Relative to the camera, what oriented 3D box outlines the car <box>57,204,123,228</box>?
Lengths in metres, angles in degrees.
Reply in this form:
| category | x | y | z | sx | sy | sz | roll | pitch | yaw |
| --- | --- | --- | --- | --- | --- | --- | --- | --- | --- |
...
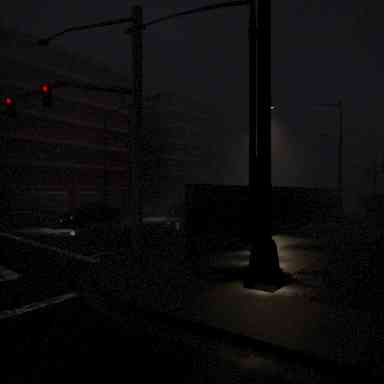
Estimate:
| category | x | y | z | sx | sy | sz | roll | pitch | yaw |
| --- | --- | --- | --- | --- | --- | --- | --- | --- | --- |
| car | -6.708 | 1.525 | 22.343 | 1.812 | 1.442 | 4.674 | 0 | 0 | 35 |

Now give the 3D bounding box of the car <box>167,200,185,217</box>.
| category | x | y | z | sx | sy | sz | roll | pitch | yaw |
| --- | --- | --- | --- | --- | --- | --- | --- | --- | --- |
| car | -0.321 | 1.492 | 31.470 | 2.128 | 1.511 | 4.902 | 0 | 0 | 35 |
